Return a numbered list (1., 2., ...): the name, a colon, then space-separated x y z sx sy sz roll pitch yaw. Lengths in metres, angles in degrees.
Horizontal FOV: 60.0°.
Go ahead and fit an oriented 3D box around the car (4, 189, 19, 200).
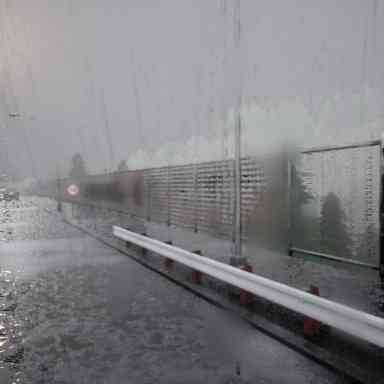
1. car: -29.494 0.377 54.299 2.097 1.767 4.553 -1 1 -30
